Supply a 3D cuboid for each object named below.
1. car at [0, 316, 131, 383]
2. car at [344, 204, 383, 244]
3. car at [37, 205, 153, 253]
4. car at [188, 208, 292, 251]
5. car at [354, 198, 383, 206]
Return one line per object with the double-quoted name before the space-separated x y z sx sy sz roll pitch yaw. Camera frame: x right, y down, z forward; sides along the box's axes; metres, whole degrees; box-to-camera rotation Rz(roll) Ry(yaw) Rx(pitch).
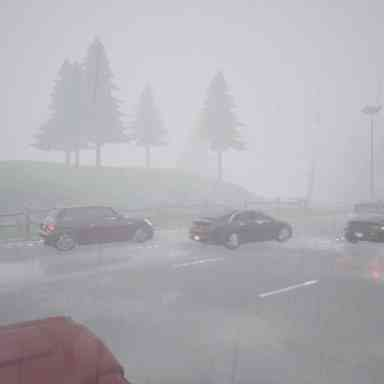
"car" -2.656 1.609 1.851 4.718 1.301 1.895 0 0 -36
"car" 8.179 1.426 13.898 4.674 1.442 1.812 -1 0 -36
"car" -3.890 1.319 13.873 4.553 1.767 2.097 0 0 -36
"car" 2.137 1.440 13.878 4.892 1.490 1.837 -1 0 -36
"car" 15.488 1.283 27.795 5.008 1.535 1.882 0 0 -36
